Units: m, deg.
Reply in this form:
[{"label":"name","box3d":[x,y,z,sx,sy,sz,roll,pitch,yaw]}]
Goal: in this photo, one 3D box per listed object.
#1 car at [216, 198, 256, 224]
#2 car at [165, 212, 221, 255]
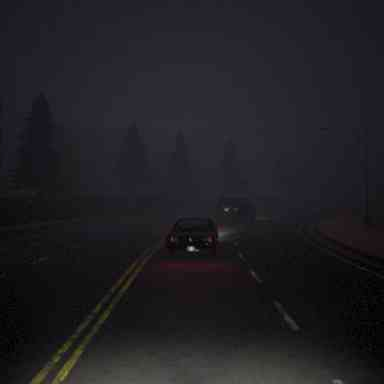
[{"label":"car","box3d":[3.719,1.476,27.773,2.150,2.045,5.566,0,0,24]},{"label":"car","box3d":[0.165,1.732,13.959,1.895,1.301,4.718,0,0,5]}]
